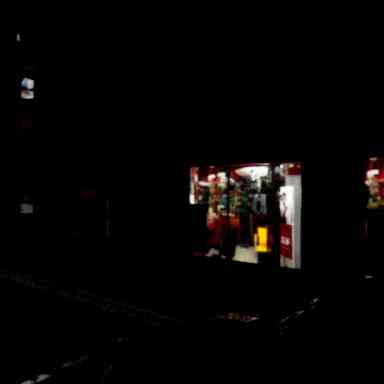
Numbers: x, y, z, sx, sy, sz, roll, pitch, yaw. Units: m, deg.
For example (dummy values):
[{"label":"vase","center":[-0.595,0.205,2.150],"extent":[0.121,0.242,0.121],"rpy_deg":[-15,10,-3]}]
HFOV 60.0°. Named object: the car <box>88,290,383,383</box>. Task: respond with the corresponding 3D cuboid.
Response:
[{"label":"car","center":[1.053,1.438,2.126],"extent":[4.097,1.590,1.967],"rpy_deg":[0,0,36]}]
